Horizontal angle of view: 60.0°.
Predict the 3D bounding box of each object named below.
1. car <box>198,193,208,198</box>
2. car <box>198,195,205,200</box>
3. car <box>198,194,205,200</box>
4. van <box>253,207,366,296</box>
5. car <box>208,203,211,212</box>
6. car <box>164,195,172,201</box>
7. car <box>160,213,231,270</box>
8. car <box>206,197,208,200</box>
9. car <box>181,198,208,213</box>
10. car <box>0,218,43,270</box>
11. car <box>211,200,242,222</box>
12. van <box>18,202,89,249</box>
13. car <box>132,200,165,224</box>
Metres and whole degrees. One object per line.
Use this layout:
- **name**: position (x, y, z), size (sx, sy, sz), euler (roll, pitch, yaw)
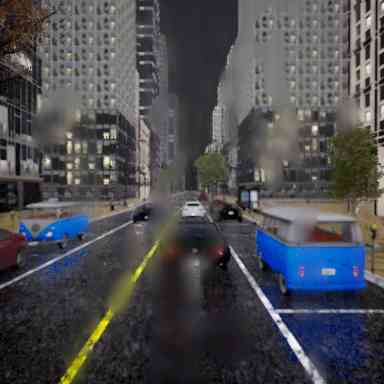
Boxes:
- **car**: position (2.569, 1.180, 75.732), size (2.192, 1.841, 5.009), euler (0, 0, 0)
- **car**: position (2.523, 1.412, 92.653), size (1.802, 1.307, 4.206), euler (0, 0, 0)
- **car**: position (2.539, 1.367, 87.182), size (1.752, 1.417, 4.829), euler (0, 0, 0)
- **van**: position (2.682, 1.329, 8.384), size (1.690, 1.788, 3.998), euler (-1, 0, 0)
- **car**: position (2.802, 1.531, 31.117), size (1.802, 1.307, 4.206), euler (-1, 0, 0)
- **car**: position (-5.826, 1.379, 81.175), size (1.752, 1.417, 4.829), euler (0, 0, 0)
- **car**: position (0.095, 1.585, 10.934), size (1.895, 1.301, 4.718), euler (0, 0, 0)
- **car**: position (2.821, 1.504, 36.803), size (1.947, 1.339, 4.313), euler (-1, 0, 0)
- **car**: position (0.100, 1.480, 27.644), size (1.812, 1.442, 4.674), euler (0, 0, 0)
- **car**: position (-5.696, 1.569, 8.387), size (1.802, 1.307, 4.206), euler (-1, 0, 0)
- **car**: position (2.742, 1.525, 25.434), size (1.947, 1.339, 4.313), euler (-1, 0, 0)
- **van**: position (-5.696, 1.319, 14.070), size (1.690, 1.788, 3.998), euler (-1, 0, 0)
- **car**: position (-3.091, 1.524, 24.441), size (1.994, 1.385, 4.181), euler (0, 0, 0)
